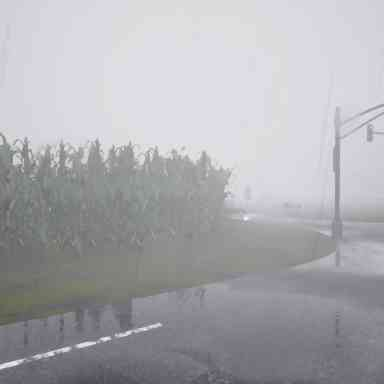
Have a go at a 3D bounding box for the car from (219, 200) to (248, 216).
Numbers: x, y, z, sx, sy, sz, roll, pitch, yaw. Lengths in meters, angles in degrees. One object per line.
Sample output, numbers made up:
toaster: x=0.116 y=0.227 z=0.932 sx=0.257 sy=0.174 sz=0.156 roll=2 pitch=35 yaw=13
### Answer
car: x=3.143 y=1.501 z=31.939 sx=2.033 sy=1.411 sz=5.357 roll=1 pitch=0 yaw=-26

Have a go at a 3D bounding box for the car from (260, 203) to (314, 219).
car: x=8.021 y=1.600 z=28.640 sx=1.895 sy=1.301 sz=4.718 roll=1 pitch=0 yaw=-27
